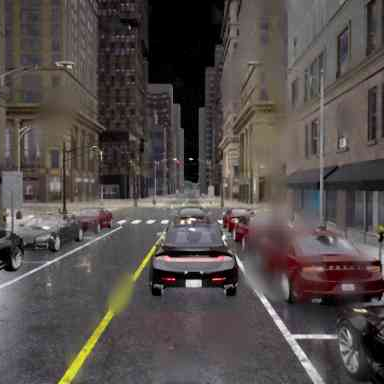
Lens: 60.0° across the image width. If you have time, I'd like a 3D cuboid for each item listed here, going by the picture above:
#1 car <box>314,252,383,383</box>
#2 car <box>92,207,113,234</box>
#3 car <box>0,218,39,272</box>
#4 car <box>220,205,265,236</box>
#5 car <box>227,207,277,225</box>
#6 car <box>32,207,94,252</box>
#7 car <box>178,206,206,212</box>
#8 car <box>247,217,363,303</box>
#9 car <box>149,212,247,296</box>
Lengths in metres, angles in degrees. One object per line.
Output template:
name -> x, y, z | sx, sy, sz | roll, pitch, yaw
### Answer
car -> 2.752, 1.565, 2.583 | 1.947, 1.339, 4.313 | -1, 0, 0
car -> -5.781, 1.540, 19.095 | 1.887, 1.381, 4.507 | -1, 0, 0
car -> -5.775, 1.564, 8.084 | 1.947, 1.339, 4.313 | -1, 0, 0
car -> 2.744, 1.540, 19.099 | 1.887, 1.381, 4.507 | -1, 0, 0
car -> 2.747, 1.541, 13.593 | 1.887, 1.381, 4.507 | -1, 0, 0
car -> -5.778, 1.548, 13.589 | 2.008, 1.369, 4.403 | -1, 0, 0
car -> -0.007, 1.501, 17.721 | 1.837, 1.490, 4.892 | 0, 0, 0
car -> 2.749, 1.543, 8.088 | 1.887, 1.381, 4.507 | -1, 0, 0
car -> 0.049, 1.489, 8.616 | 2.128, 1.511, 4.902 | 0, 0, 0
